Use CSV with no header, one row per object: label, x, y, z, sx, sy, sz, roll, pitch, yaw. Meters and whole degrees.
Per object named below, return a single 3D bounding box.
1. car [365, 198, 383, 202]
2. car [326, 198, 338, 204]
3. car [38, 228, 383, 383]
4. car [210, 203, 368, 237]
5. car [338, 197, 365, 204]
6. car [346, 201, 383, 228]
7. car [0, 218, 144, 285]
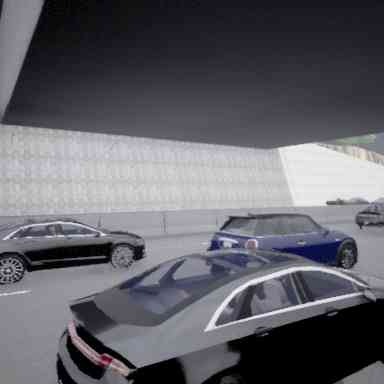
car,26.597,1.518,46.214,4.674,1.442,1.812,0,0,-33
car,23.074,1.593,52.271,4.718,1.301,1.895,0,0,-33
car,0.936,1.491,4.178,4.902,1.511,2.128,0,0,-33
car,2.665,1.351,9.487,4.553,1.767,2.097,0,0,-33
car,24.002,1.518,48.706,4.674,1.442,1.812,0,0,-33
car,11.570,1.488,19.487,4.902,1.511,2.128,0,0,-33
car,-3.721,1.491,9.496,4.902,1.511,2.128,0,0,-33
